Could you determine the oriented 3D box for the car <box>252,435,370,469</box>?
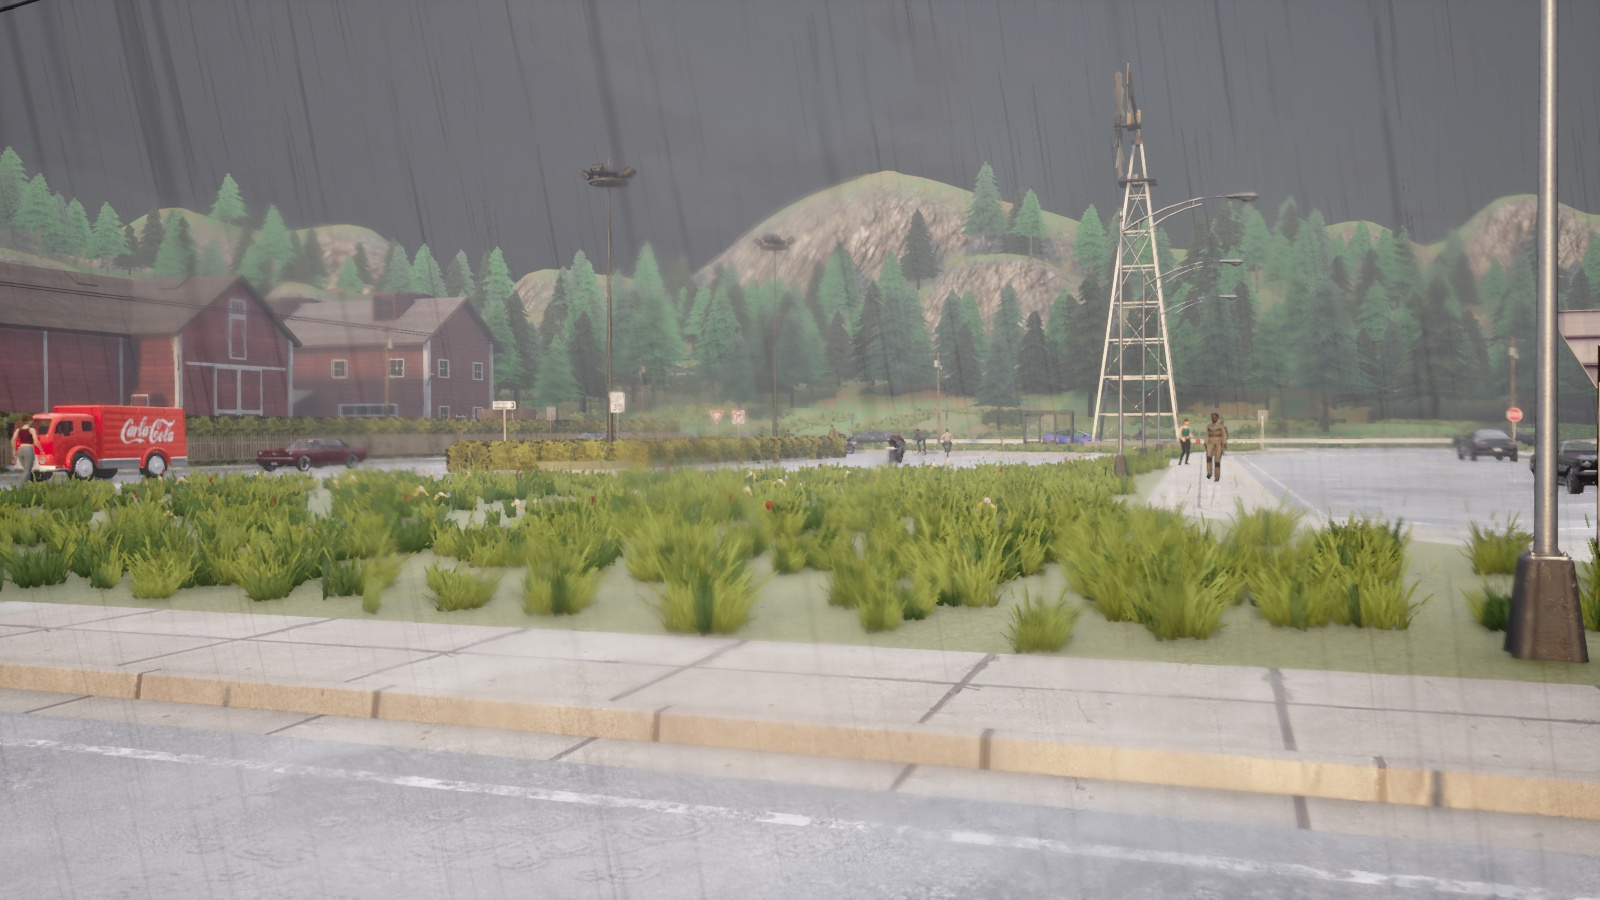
[{"bbox_3d":[-19.739,0.037,50.942,1.895,1.301,4.718,1,1,19],"label":"car"}]

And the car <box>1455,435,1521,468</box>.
[{"bbox_3d":[31.878,0.039,58.271,1.812,1.442,4.674,1,1,18],"label":"car"}]

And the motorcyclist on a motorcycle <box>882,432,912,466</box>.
[{"bbox_3d":[4.457,-0.045,57.679,0.866,1.530,2.191,1,1,18],"label":"motorcyclist on a motorcycle"}]

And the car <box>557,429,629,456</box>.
[{"bbox_3d":[-12.091,-0.444,73.764,2.128,1.511,4.902,1,1,19],"label":"car"}]

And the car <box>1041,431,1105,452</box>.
[{"bbox_3d":[20.738,-0.677,95.440,4.514,1.525,2.007,1,1,19],"label":"car"}]

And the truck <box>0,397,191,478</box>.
[{"bbox_3d":[-23.019,-0.400,41.140,2.627,2.467,5.204,1,1,18],"label":"truck"}]

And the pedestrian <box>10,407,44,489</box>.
[{"bbox_3d":[-17.551,-0.042,28.511,0.345,1.836,0.594,0,1,8],"label":"pedestrian"}]

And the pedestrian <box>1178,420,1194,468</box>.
[{"bbox_3d":[14.771,-0.232,48.034,0.345,1.836,0.594,0,1,-6],"label":"pedestrian"}]

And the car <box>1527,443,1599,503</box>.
[{"bbox_3d":[19.221,0.514,30.326,1.895,1.301,4.718,1,1,18],"label":"car"}]

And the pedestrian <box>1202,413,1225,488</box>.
[{"bbox_3d":[10.772,-0.001,32.689,0.396,1.930,0.692,1,1,32],"label":"pedestrian"}]
